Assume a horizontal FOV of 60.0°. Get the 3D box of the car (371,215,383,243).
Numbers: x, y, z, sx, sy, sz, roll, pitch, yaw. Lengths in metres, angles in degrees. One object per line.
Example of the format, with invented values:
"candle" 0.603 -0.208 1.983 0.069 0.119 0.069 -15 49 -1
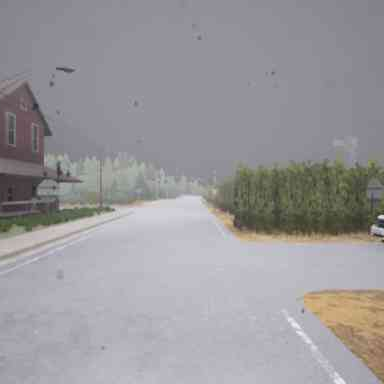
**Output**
"car" 10.071 1.233 12.924 5.566 2.045 2.150 0 0 0
